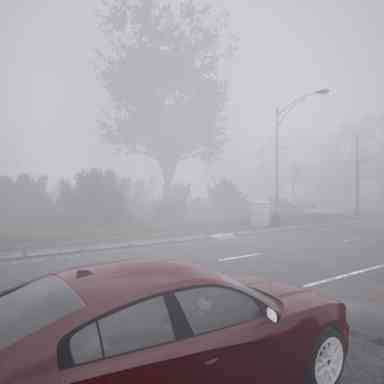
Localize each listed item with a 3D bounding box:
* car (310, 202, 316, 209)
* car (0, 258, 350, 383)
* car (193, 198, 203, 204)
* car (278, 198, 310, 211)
[{"bbox_3d":[14.317,1.558,44.128,1.994,1.385,4.181,0,0,-32],"label":"car"},{"bbox_3d":[-0.315,1.477,3.520,5.008,1.535,1.882,0,0,-35],"label":"car"},{"bbox_3d":[1.668,1.546,57.338,1.895,1.301,4.718,0,0,-34],"label":"car"},{"bbox_3d":[11.851,1.520,41.476,1.812,1.442,4.674,0,0,-32],"label":"car"}]
